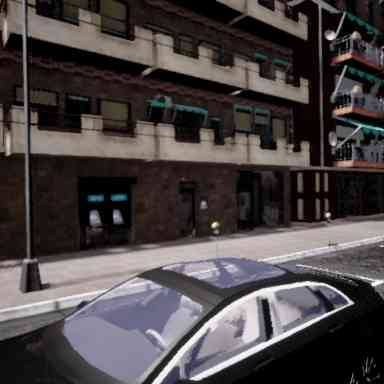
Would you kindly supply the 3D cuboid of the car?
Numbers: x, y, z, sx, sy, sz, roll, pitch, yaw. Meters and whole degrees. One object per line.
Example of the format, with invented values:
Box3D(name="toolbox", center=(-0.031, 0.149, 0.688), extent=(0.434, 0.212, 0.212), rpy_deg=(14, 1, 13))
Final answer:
Box3D(name="car", center=(0.033, 1.495, 3.117), extent=(4.902, 1.511, 2.128), rpy_deg=(-1, 0, -37))
